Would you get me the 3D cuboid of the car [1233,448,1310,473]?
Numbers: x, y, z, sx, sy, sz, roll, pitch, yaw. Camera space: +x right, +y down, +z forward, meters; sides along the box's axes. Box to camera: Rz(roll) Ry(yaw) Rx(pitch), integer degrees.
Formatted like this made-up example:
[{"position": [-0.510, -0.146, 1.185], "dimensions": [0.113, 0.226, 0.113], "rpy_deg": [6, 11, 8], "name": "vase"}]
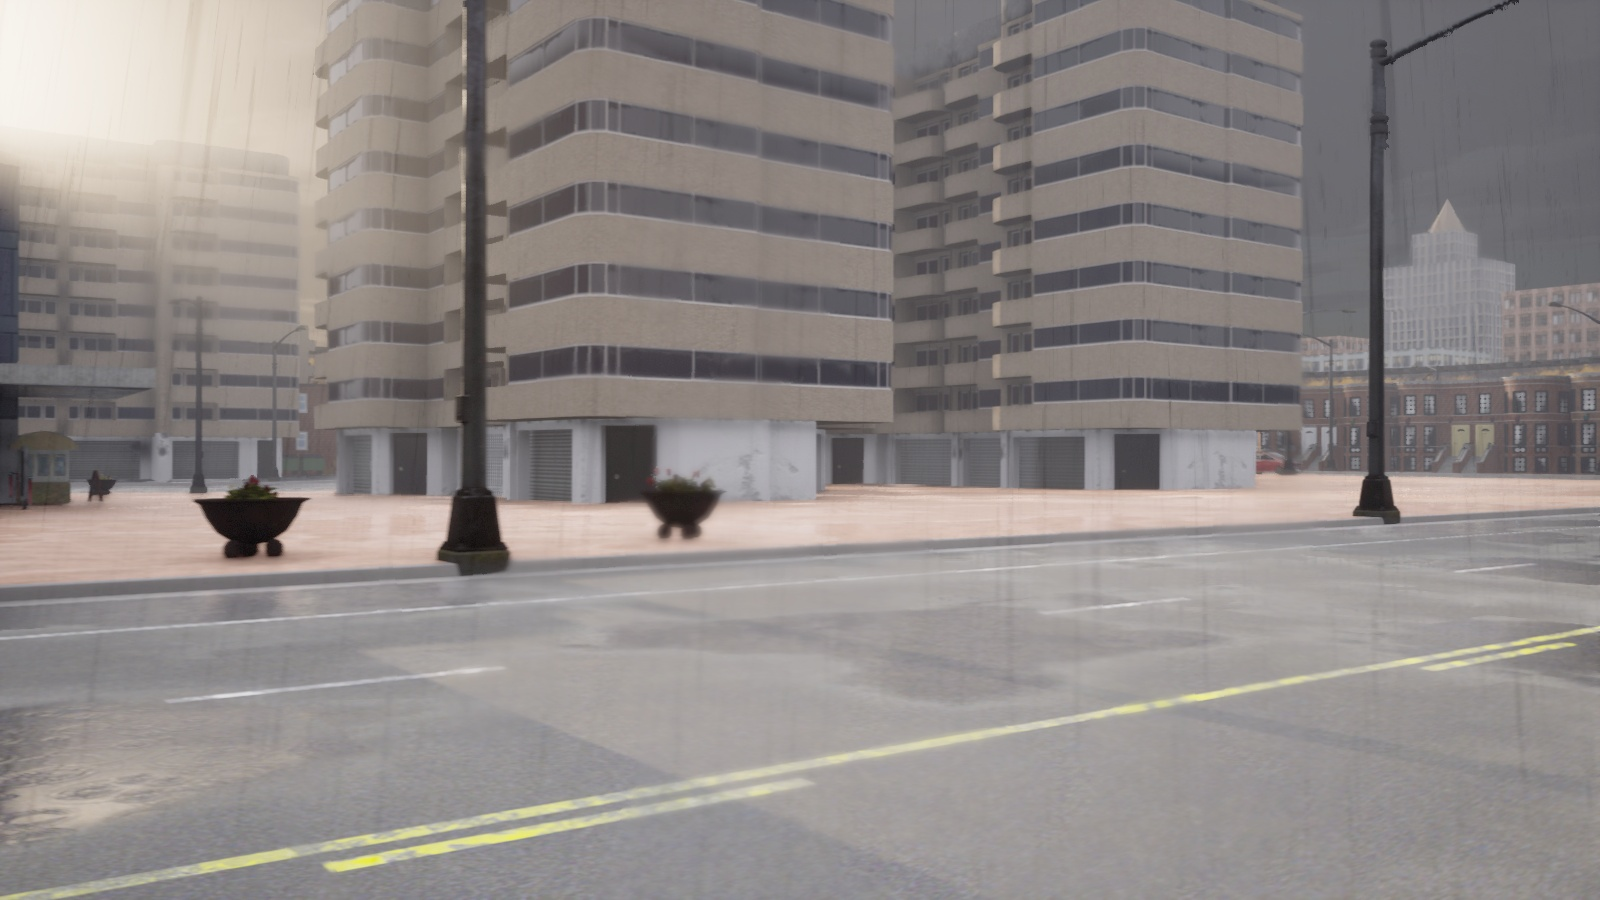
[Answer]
[{"position": [33.318, 0.737, 88.839], "dimensions": [2.242, 1.667, 4.611], "rpy_deg": [0, 0, -35], "name": "car"}]
